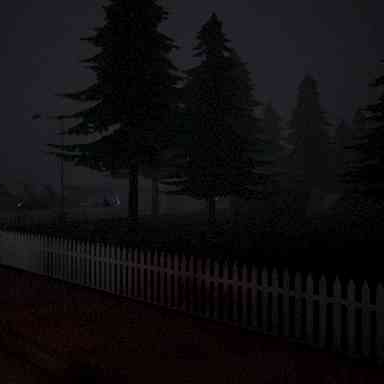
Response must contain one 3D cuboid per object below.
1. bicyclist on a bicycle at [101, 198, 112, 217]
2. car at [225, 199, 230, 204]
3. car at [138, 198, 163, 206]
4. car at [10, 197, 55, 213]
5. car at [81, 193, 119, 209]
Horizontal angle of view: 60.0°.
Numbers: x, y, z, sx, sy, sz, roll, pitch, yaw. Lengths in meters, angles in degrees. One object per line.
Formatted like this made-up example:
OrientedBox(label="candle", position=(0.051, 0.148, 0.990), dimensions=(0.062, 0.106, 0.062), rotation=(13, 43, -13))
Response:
OrientedBox(label="bicyclist on a bicycle", position=(-7.176, 1.302, 27.836), dimensions=(1.656, 1.620, 0.582), rotation=(0, 0, 34))
OrientedBox(label="car", position=(4.292, 1.221, 51.455), dimensions=(2.150, 2.045, 5.566), rotation=(0, 0, 34))
OrientedBox(label="car", position=(-6.801, 1.491, 54.093), dimensions=(2.128, 1.511, 4.902), rotation=(0, 0, 35))
OrientedBox(label="car", position=(-18.032, 1.352, 37.629), dimensions=(2.097, 1.767, 4.553), rotation=(0, 0, 34))
OrientedBox(label="car", position=(-12.537, 1.221, 45.704), dimensions=(2.150, 2.045, 5.566), rotation=(0, 0, 34))
